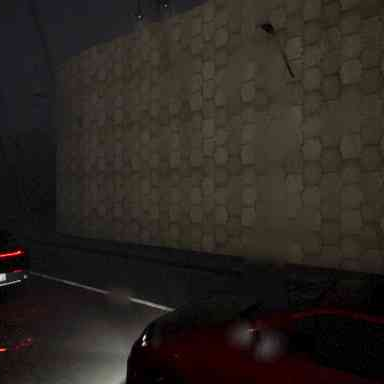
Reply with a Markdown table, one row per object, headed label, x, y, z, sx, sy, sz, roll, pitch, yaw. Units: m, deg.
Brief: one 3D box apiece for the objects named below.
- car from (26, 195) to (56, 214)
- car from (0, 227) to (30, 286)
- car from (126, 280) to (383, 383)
| label | x | y | z | sx | sy | sz | roll | pitch | yaw |
| --- | --- | --- | --- | --- | --- | --- | --- | --- | --- |
| car | -12.942 | 1.061 | 31.062 | 2.128 | 1.511 | 4.902 | 0 | 5 | 35 |
| car | -5.882 | 1.505 | 8.193 | 4.892 | 1.490 | 1.837 | 0 | 0 | 36 |
| car | 1.365 | 1.564 | 3.018 | 4.181 | 1.385 | 1.994 | 0 | 0 | 36 |
